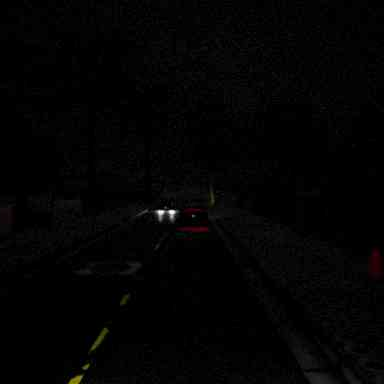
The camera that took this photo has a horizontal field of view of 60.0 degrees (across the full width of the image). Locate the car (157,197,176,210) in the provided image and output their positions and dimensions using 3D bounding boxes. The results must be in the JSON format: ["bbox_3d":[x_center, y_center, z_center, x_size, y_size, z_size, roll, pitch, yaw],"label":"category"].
[{"bbox_3d":[-2.794,1.262,38.176,2.033,1.411,5.357,0,1,1],"label":"car"}]

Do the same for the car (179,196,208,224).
[{"bbox_3d":[0.093,1.337,23.635,1.882,1.535,5.008,0,1,0],"label":"car"}]
